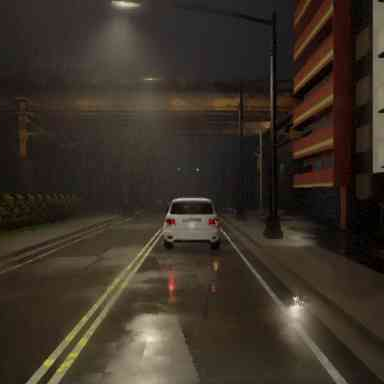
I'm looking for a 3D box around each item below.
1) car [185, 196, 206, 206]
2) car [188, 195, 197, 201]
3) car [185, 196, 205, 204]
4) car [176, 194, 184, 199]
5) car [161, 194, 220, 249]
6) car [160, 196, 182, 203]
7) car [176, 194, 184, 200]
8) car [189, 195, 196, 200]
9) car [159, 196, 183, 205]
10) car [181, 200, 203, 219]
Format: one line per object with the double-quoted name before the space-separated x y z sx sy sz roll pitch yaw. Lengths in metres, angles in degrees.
"car" 0.514 1.451 57.241 2.038 1.542 4.974 0 0 -20
"car" 0.144 1.451 83.838 2.038 1.542 4.974 0 0 0
"car" 0.496 1.293 57.290 1.853 1.218 4.536 0 0 -20
"car" -3.288 1.294 92.412 1.853 1.218 4.536 0 0 0
"car" 0.000 1.257 14.680 2.150 2.045 5.566 0 0 0
"car" -3.625 1.293 57.596 1.853 1.218 4.536 0 0 25
"car" -3.287 1.451 92.360 2.038 1.542 4.974 0 0 0
"car" 0.144 1.294 83.890 1.853 1.218 4.536 0 0 0
"car" -3.646 1.451 57.549 2.038 1.542 4.974 0 0 25
"car" 0.000 1.532 29.650 1.812 1.442 4.674 0 0 0
